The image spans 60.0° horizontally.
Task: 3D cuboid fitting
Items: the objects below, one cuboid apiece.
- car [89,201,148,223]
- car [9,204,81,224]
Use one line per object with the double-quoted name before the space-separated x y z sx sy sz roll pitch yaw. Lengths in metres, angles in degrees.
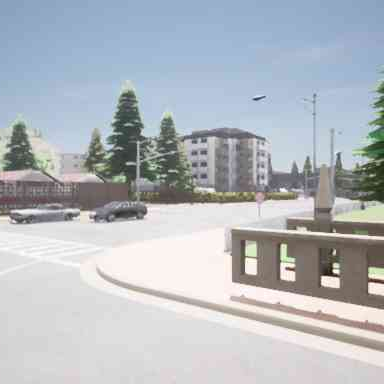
"car" -5.551 1.451 25.518 2.128 1.511 4.902 0 0 37
"car" -10.748 1.556 24.509 1.895 1.301 4.718 0 0 38
